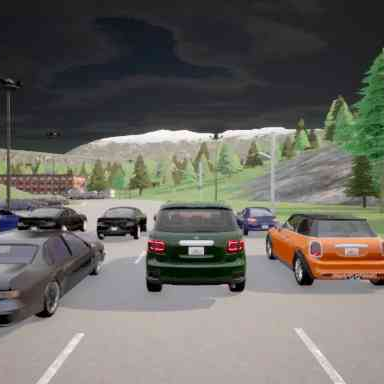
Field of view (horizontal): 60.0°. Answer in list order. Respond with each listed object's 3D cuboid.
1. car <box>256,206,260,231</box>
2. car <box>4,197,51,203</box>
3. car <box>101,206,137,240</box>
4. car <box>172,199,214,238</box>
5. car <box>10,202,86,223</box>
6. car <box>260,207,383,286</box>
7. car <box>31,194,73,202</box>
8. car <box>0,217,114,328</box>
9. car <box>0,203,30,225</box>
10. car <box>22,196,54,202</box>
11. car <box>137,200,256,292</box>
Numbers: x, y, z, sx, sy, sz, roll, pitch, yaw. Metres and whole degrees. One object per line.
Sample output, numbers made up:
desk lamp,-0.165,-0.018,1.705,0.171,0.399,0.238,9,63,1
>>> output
car,3.523,1.526,18.445,1.812,1.442,4.674,0,0,-1
car,-19.621,1.547,38.242,5.357,1.411,2.033,0,0,-8
car,-3.456,1.478,17.158,1.882,1.535,5.008,0,0,0
car,0.017,1.352,18.621,2.097,1.767,4.553,0,0,-1
car,-6.963,1.478,17.167,1.882,1.535,5.008,0,0,1
car,3.578,1.352,9.590,2.097,1.767,4.553,0,0,0
car,-20.721,1.492,49.278,4.902,1.511,2.128,0,0,-16
car,-3.415,1.547,7.331,2.033,1.411,5.357,0,0,-1
car,-10.457,1.526,17.369,1.812,1.442,4.674,0,0,-1
car,-21.562,1.564,45.179,4.181,1.385,1.994,0,0,-7
car,0.080,1.221,9.057,2.150,2.045,5.566,0,0,0
